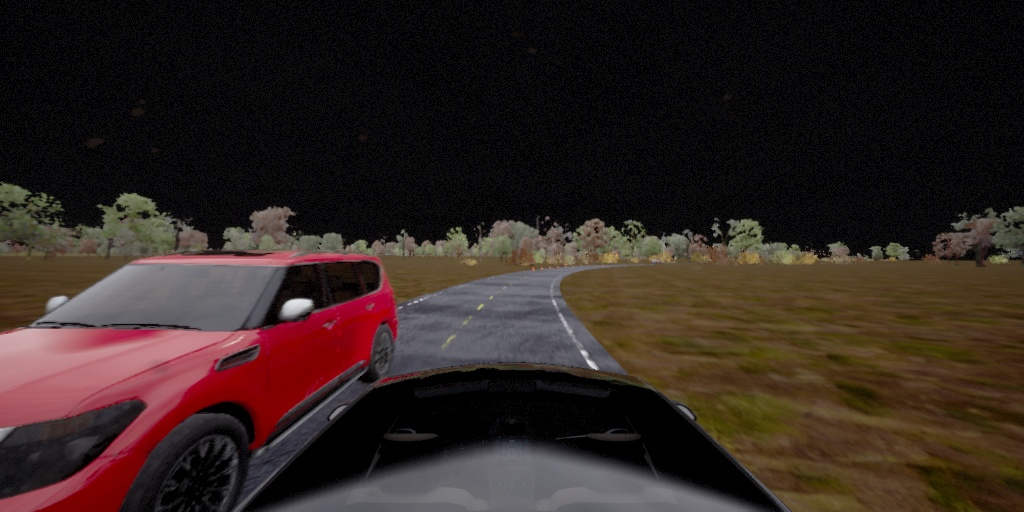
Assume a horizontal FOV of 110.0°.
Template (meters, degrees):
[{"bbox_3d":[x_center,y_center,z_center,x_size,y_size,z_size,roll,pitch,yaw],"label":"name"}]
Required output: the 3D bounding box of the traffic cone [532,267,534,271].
[{"bbox_3d":[3.121,1.856,52.467,0.340,0.580,0.340,0,0,18],"label":"traffic cone"}]

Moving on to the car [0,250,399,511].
[{"bbox_3d":[-3.066,0.945,4.110,2.150,2.045,5.566,1,0,0],"label":"car"}]

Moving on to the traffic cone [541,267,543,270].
[{"bbox_3d":[4.764,1.879,57.285,0.340,0.580,0.340,0,0,20],"label":"traffic cone"}]

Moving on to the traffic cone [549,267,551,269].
[{"bbox_3d":[6.569,1.902,62.045,0.340,0.580,0.340,0,0,22],"label":"traffic cone"}]
